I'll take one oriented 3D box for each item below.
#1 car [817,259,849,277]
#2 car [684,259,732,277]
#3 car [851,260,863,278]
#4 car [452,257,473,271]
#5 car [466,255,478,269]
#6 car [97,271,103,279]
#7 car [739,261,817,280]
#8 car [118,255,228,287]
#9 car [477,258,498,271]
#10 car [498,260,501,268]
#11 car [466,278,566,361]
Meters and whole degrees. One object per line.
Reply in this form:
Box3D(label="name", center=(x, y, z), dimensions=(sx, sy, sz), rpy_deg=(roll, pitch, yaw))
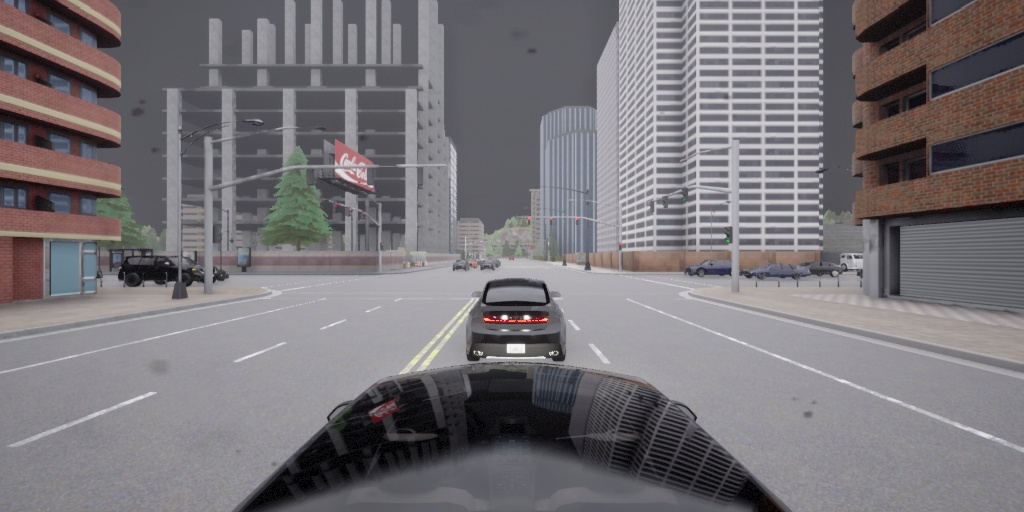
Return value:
Box3D(label="car", center=(29.064, 1.254, 34.695), dimensions=(4.892, 1.490, 1.837), rpy_deg=(0, 0, 0))
Box3D(label="car", center=(19.214, 1.101, 34.700), dimensions=(4.553, 1.767, 2.097), rpy_deg=(0, 0, 0))
Box3D(label="car", center=(32.716, 1.313, 31.192), dimensions=(4.181, 1.385, 1.994), rpy_deg=(0, 0, 0))
Box3D(label="car", center=(-6.869, 1.253, 48.767), dimensions=(1.837, 1.490, 4.892), rpy_deg=(0, 0, 0))
Box3D(label="car", center=(-6.812, 1.100, 57.973), dimensions=(2.097, 1.767, 4.553), rpy_deg=(0, 0, 0))
Box3D(label="car", center=(-34.878, 1.297, 27.472), dimensions=(5.357, 1.411, 2.033), rpy_deg=(0, 0, 0))
Box3D(label="car", center=(22.804, 1.296, 31.202), dimensions=(5.357, 1.411, 2.033), rpy_deg=(0, 0, 0))
Box3D(label="car", center=(-22.814, 0.971, 23.977), dimensions=(5.566, 2.045, 2.150), rpy_deg=(0, 0, 0))
Box3D(label="car", center=(-3.360, 1.253, 50.297), dimensions=(1.837, 1.490, 4.892), rpy_deg=(0, 0, 0))
Box3D(label="car", center=(-3.295, 1.100, 60.422), dimensions=(2.097, 1.767, 4.553), rpy_deg=(0, 0, 0))
Box3D(label="car", center=(0.093, 1.255, 8.235), dimensions=(1.837, 1.490, 4.892), rpy_deg=(0, 0, 1))
